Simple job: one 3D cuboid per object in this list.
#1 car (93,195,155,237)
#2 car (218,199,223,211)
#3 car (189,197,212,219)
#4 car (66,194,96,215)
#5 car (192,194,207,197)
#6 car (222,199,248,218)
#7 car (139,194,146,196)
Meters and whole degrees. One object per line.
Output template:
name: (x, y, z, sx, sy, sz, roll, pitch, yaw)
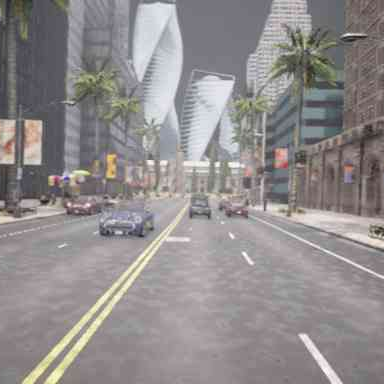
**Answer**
car: (-3.234, 1.247, 17.270, 2.097, 1.767, 4.553, 2, 0, 2)
car: (4.408, 1.614, 42.805, 2.128, 1.511, 4.902, 2, 0, 1)
car: (0.719, 1.504, 29.868, 2.128, 1.511, 4.902, 2, 0, 1)
car: (-9.461, 1.055, 29.713, 2.185, 1.767, 4.553, 2, 0, 1)
car: (0.896, 1.238, 40.617, 2.150, 2.045, 5.566, 2, 0, 1)
car: (4.251, 1.646, 31.959, 1.812, 1.442, 4.674, 2, 0, 1)
car: (-9.048, 1.185, 59.085, 2.231, 1.521, 4.892, 2, 0, 1)
